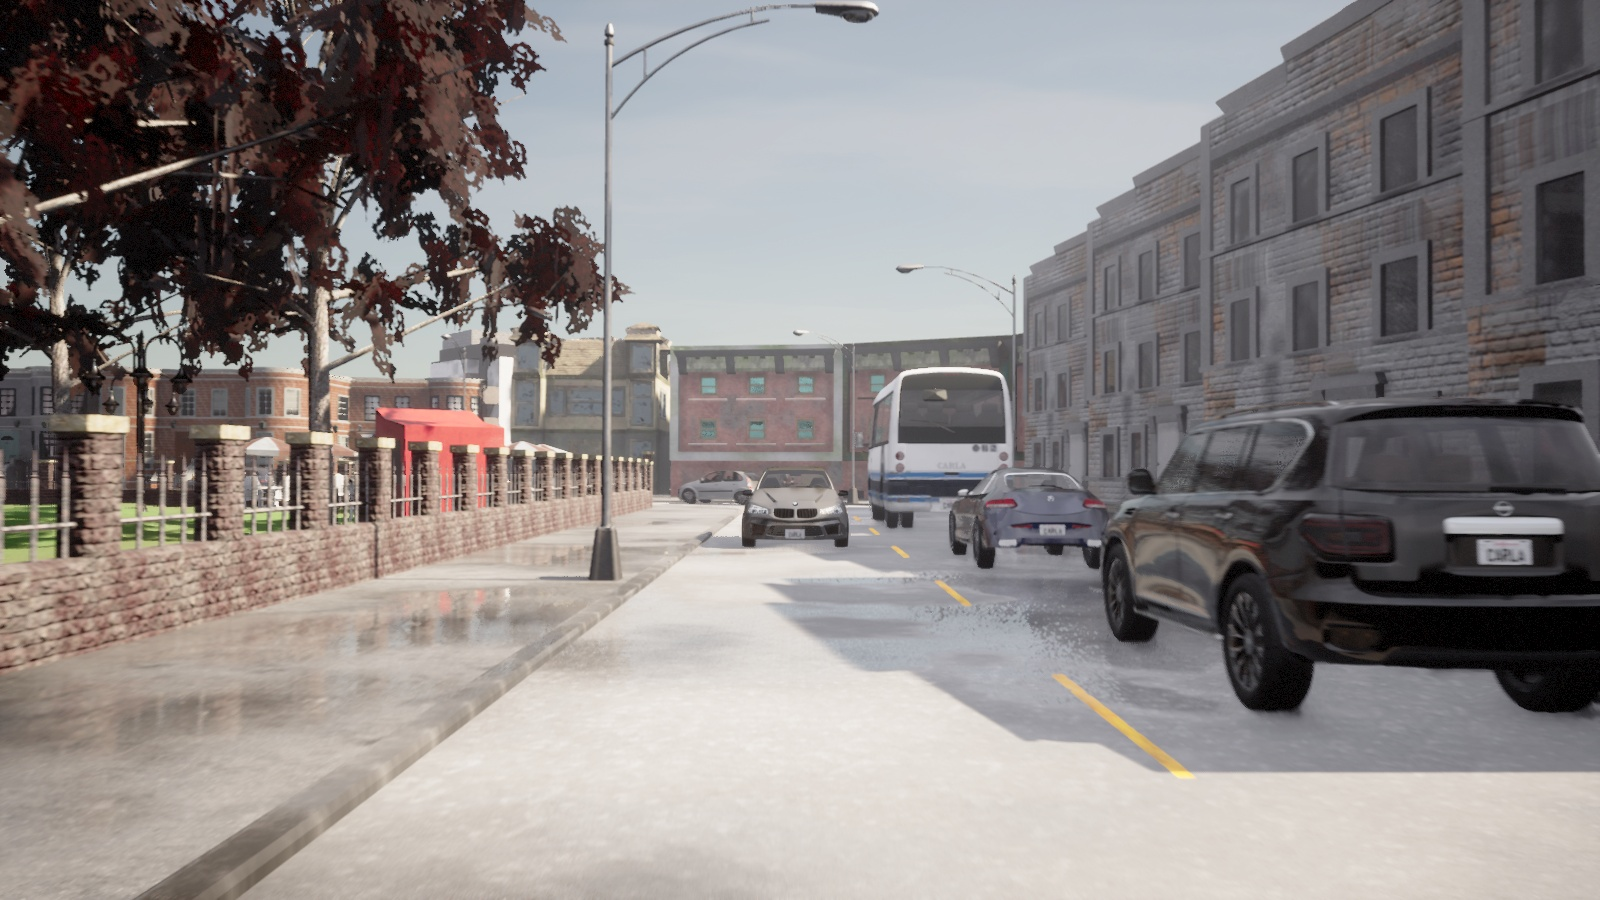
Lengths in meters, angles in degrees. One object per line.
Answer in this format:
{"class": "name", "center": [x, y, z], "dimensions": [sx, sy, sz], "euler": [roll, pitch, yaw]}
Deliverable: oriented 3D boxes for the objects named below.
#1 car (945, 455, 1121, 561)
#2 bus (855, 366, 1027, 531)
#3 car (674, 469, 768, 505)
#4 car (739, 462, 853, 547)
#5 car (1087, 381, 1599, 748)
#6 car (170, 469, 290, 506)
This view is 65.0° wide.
{"class": "car", "center": [3.924, 0.948, 22.107], "dimensions": [2.152, 1.651, 5.027], "euler": [0, -1, 0]}
{"class": "bus", "center": [3.864, 0.052, 37.616], "dimensions": [3.944, 4.253, 10.273], "euler": [0, -1, 0]}
{"class": "car", "center": [-3.685, 1.708, 58.491], "dimensions": [3.988, 1.617, 1.851], "euler": [-1, -1, 23]}
{"class": "car", "center": [-0.094, 1.113, 27.085], "dimensions": [2.242, 1.667, 4.611], "euler": [0, -1, 0]}
{"class": "car", "center": [3.968, 0.682, 9.808], "dimensions": [2.150, 2.045, 5.566], "euler": [0, -1, 0]}
{"class": "car", "center": [-26.802, 1.756, 59.142], "dimensions": [4.611, 1.667, 2.242], "euler": [0, -1, 0]}
